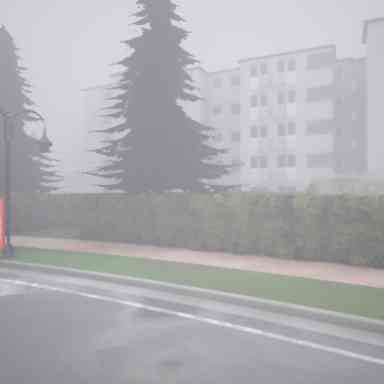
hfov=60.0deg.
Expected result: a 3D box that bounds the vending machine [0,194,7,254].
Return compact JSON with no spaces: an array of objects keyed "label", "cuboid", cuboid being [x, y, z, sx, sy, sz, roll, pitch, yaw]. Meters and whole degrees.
[{"label":"vending machine","cuboid":[-7.339,1.142,11.754,0.880,2.100,1.100,0,0,21]}]
